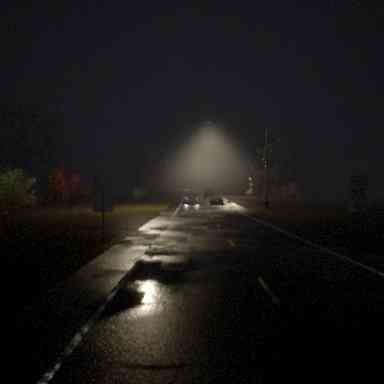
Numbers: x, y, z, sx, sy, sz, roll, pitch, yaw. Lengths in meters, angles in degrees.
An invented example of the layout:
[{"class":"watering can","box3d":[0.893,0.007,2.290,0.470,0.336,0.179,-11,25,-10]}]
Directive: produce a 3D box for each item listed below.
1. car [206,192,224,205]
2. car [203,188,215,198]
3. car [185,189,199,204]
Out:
[{"class":"car","box3d":[3.647,1.182,50.251,1.994,1.385,4.181,0,2,0]},{"class":"car","box3d":[3.568,0.239,69.781,2.150,2.045,5.566,0,2,0]},{"class":"car","box3d":[-0.016,0.921,51.478,2.097,1.767,4.553,0,2,0]}]
